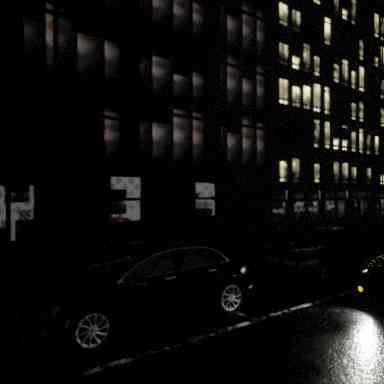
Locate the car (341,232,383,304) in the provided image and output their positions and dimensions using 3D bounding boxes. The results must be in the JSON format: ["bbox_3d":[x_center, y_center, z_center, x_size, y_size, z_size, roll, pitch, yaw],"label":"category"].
[{"bbox_3d":[5.388,1.636,7.207,4.181,1.385,1.994,1,0,-35],"label":"car"}]

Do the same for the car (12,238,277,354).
[{"bbox_3d":[-0.761,1.572,6.024,4.403,1.369,2.008,1,-1,-35],"label":"car"}]

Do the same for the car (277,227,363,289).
[{"bbox_3d":[3.871,1.653,9.317,4.206,1.307,1.802,1,-1,-35],"label":"car"}]
